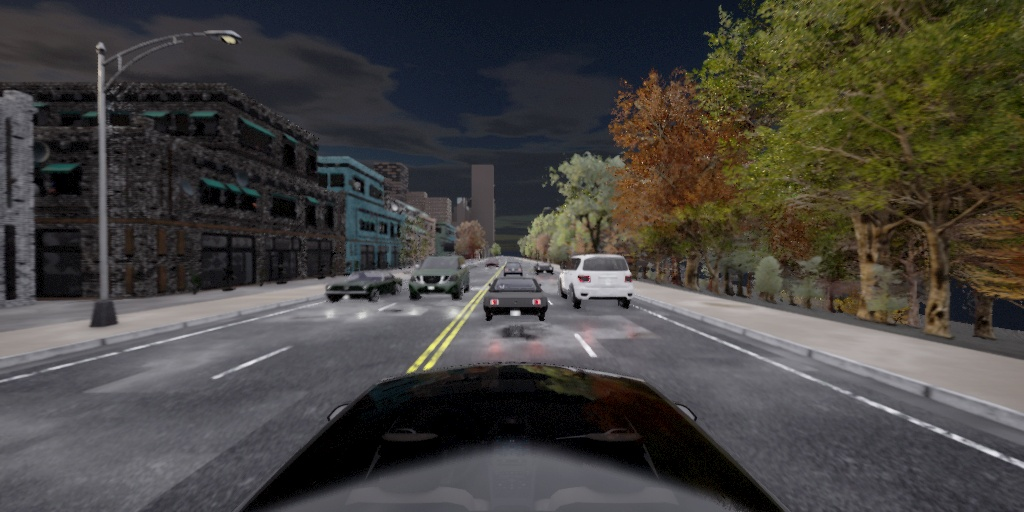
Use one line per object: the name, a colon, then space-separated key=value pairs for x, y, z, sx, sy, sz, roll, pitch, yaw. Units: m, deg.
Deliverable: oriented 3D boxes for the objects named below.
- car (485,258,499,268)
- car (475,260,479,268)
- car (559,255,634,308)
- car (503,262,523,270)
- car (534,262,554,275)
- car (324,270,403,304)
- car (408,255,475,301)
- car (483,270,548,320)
car: x=-3.284 y=1.066 z=59.884 sx=2.097 sy=1.767 sz=4.553 roll=0 pitch=0 yaw=1
car: x=-6.529 y=1.316 z=58.243 sx=1.895 sy=1.301 sz=4.718 roll=0 pitch=0 yaw=1
car: x=3.355 y=0.963 z=15.205 sx=2.150 sy=2.045 sz=5.566 roll=0 pitch=0 yaw=0
car: x=0.108 y=1.277 z=34.661 sx=2.033 sy=1.411 sz=5.357 roll=0 pitch=0 yaw=0
car: x=3.360 y=1.328 z=38.883 sx=1.895 sy=1.301 sz=4.718 roll=0 pitch=0 yaw=0
car: x=-6.596 y=1.342 z=16.485 sx=1.895 sy=1.301 sz=4.718 roll=0 pitch=0 yaw=0
car: x=-3.344 y=0.963 z=17.606 sx=2.150 sy=2.045 sz=5.566 roll=0 pitch=0 yaw=0
car: x=0.106 y=1.344 z=12.468 sx=1.895 sy=1.301 sz=4.718 roll=0 pitch=0 yaw=0
